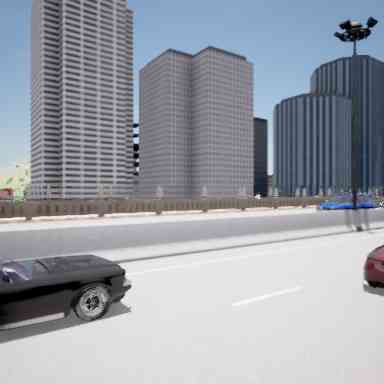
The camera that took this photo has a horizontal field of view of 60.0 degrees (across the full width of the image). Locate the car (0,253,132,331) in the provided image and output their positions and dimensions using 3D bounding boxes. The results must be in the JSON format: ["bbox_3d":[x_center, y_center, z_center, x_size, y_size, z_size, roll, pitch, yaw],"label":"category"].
[{"bbox_3d":[-3.471,1.603,5.586,4.718,1.301,1.895,0,0,-35],"label":"car"}]

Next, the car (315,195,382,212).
[{"bbox_3d":[11.751,1.227,25.279,5.566,2.045,2.150,0,0,-35],"label":"car"}]

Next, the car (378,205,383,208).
[{"bbox_3d":[11.502,1.495,16.257,4.902,1.511,2.128,0,0,-36],"label":"car"}]

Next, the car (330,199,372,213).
[{"bbox_3d":[18.553,1.556,38.726,5.357,1.411,2.033,0,0,-35],"label":"car"}]

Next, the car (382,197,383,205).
[{"bbox_3d":[21.103,1.359,36.242,4.553,1.767,2.097,0,0,-35],"label":"car"}]

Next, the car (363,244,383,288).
[{"bbox_3d":[6.001,1.565,8.037,4.181,1.385,1.994,0,0,-35],"label":"car"}]
